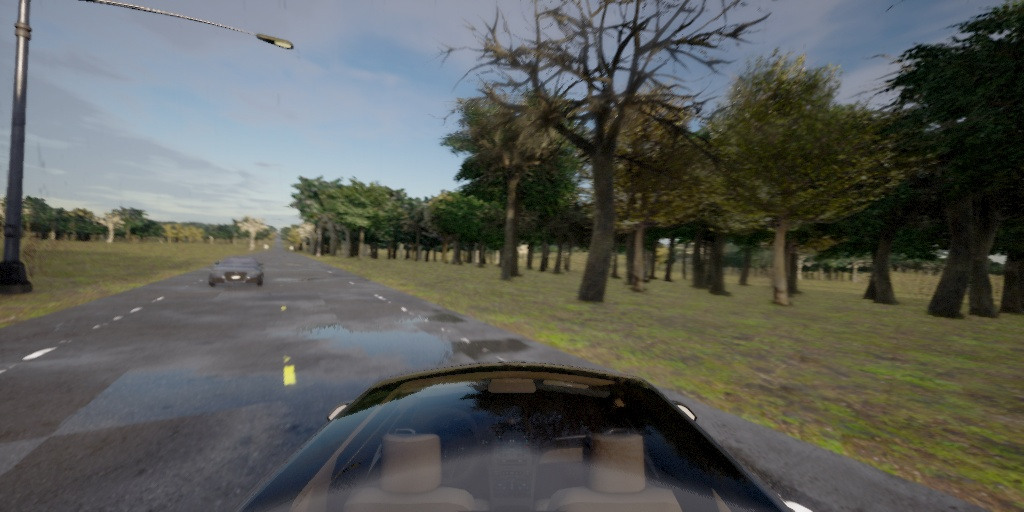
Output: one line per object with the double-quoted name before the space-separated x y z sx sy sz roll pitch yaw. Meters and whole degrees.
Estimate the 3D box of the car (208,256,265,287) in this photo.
"car" -13.339 0.718 17.609 1.994 1.385 4.181 3 0 -33
